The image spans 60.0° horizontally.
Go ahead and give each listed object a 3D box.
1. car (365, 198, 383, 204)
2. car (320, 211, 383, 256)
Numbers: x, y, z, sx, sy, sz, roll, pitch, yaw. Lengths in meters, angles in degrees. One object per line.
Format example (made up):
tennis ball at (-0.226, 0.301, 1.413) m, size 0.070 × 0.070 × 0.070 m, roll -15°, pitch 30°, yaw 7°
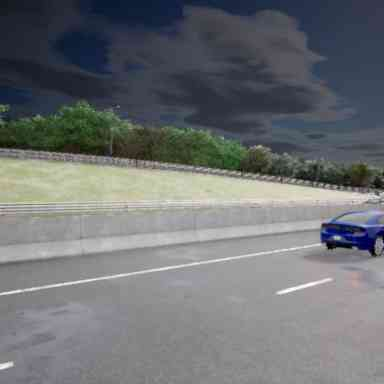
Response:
car at (27.899, 1.566, 50.148) m, size 4.674 × 1.442 × 1.812 m, roll 0°, pitch 0°, yaw -36°
car at (7.127, 1.479, 13.169) m, size 5.008 × 1.535 × 1.882 m, roll 0°, pitch 0°, yaw -36°
